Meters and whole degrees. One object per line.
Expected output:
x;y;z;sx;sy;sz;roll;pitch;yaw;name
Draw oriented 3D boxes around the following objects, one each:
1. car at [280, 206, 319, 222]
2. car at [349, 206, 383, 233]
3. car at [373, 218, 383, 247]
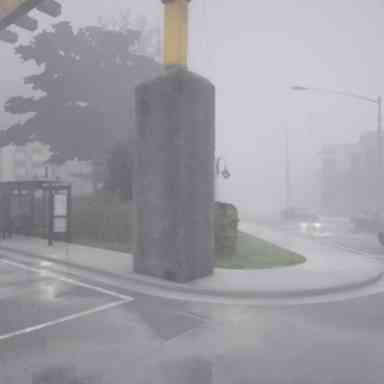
10.099;2.060;31.796;2.033;1.411;5.357;1;-1;-6;car
11.453;1.721;19.761;2.097;1.767;4.553;1;-1;-7;car
8.855;1.840;11.637;1.895;1.301;4.718;1;-1;-7;car
